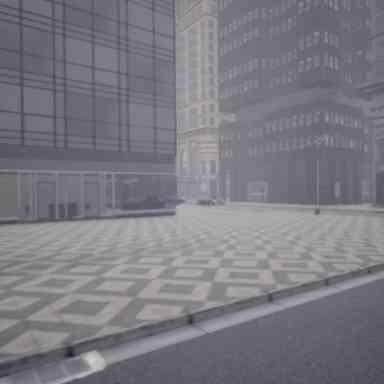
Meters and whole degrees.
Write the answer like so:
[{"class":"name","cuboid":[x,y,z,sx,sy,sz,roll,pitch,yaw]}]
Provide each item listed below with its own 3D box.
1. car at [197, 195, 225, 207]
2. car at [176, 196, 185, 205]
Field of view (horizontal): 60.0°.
[{"class":"car","cuboid":[2.732,1.252,48.250,2.097,1.767,4.553,-1,1,-35]},{"class":"car","cuboid":[-3.111,1.369,56.475,1.882,1.535,5.008,-1,1,-35]}]
